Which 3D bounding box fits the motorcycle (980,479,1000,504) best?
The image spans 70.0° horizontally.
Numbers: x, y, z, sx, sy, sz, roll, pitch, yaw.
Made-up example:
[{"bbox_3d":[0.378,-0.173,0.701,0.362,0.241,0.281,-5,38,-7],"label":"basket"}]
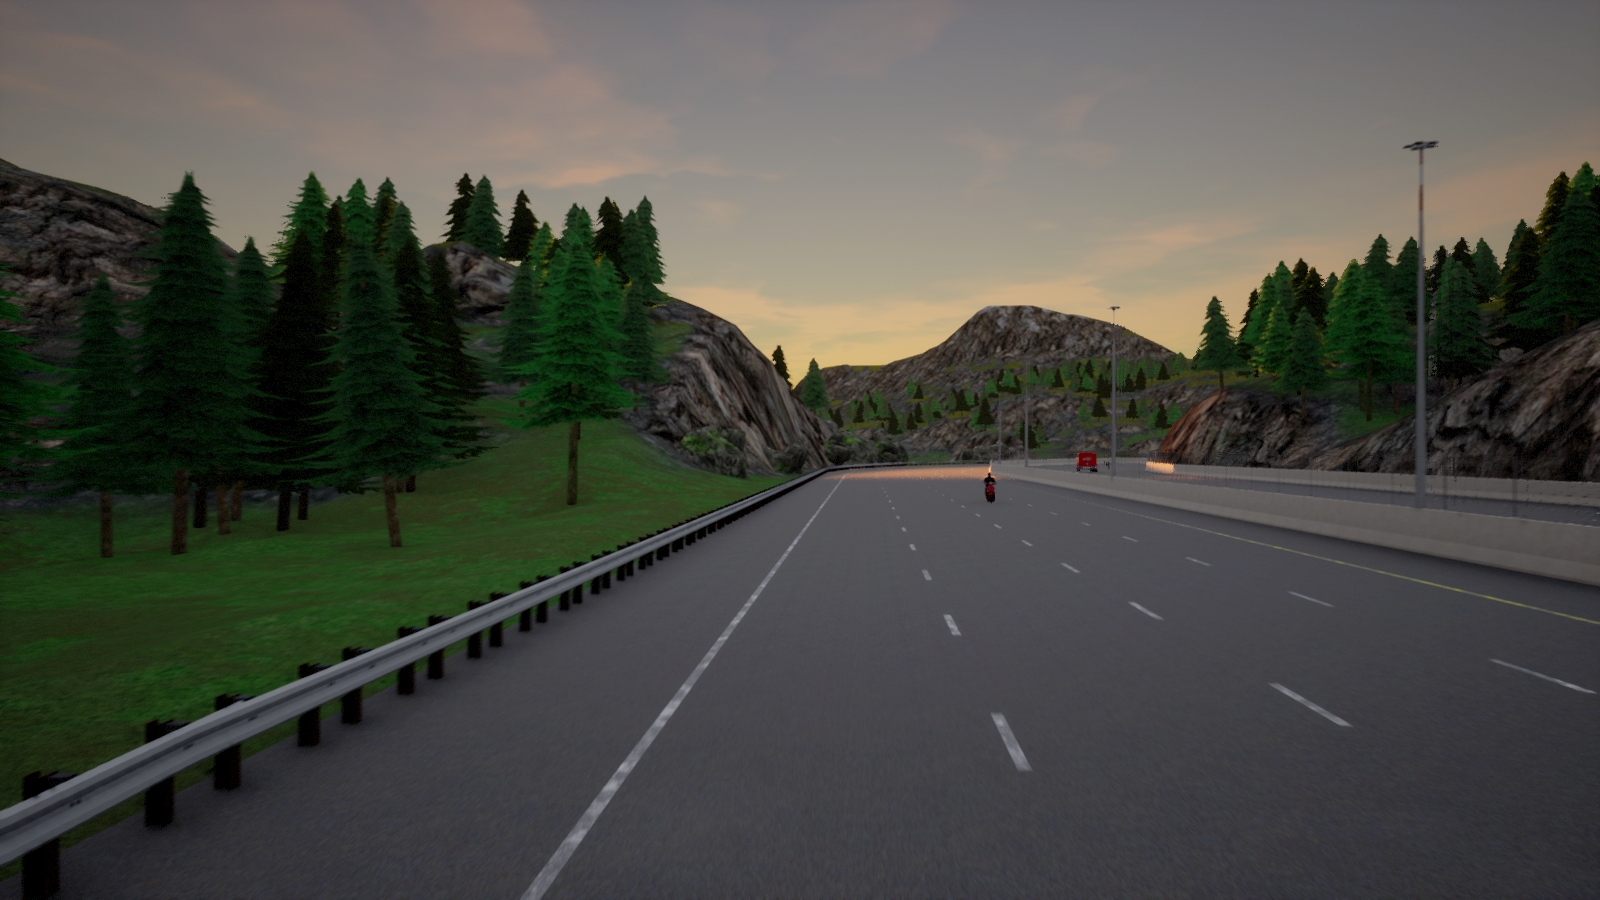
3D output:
[{"bbox_3d":[10.072,2.190,60.641,0.856,1.236,1.805,0,0,3],"label":"motorcycle"}]
